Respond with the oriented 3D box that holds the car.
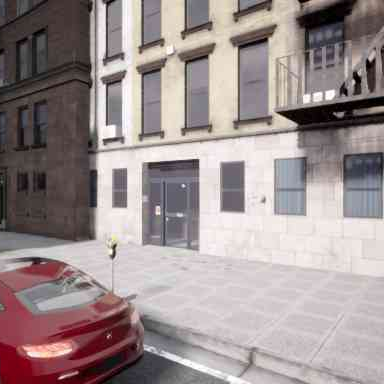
[{"bbox_3d":[-2.504,1.582,4.596,4.206,1.307,1.802,0,0,36],"label":"car"}]
